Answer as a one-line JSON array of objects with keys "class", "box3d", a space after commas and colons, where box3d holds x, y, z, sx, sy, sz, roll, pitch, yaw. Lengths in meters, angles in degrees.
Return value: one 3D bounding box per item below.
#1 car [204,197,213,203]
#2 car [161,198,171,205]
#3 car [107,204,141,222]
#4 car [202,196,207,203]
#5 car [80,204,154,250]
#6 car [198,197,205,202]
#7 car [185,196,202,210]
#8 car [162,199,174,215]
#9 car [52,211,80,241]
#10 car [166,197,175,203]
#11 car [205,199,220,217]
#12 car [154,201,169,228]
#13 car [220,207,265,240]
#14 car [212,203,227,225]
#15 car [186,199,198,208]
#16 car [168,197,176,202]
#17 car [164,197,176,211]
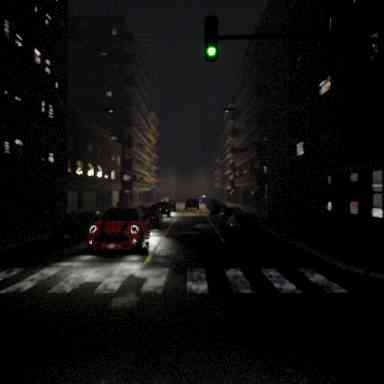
[{"class": "car", "box3d": [3.143, 1.799, 47.899, 1.812, 1.442, 4.674, 0, 0, 0]}, {"class": "car", "box3d": [-5.707, 1.949, 72.407, 1.752, 1.417, 4.829, 0, 0, 0]}, {"class": "car", "box3d": [-5.701, 1.725, 28.390, 1.947, 1.339, 4.313, 0, 0, 0]}, {"class": "car", "box3d": [3.134, 1.793, 54.898, 1.882, 1.535, 5.008, 0, 0, 0]}, {"class": "car", "box3d": [-3.044, 1.432, 14.588, 2.097, 1.767, 4.553, 0, 0, -2]}, {"class": "car", "box3d": [2.672, 2.115, 94.658, 2.008, 1.369, 4.403, -1, 0, 0]}, {"class": "car", "box3d": [-0.007, 1.629, 48.390, 2.097, 1.767, 4.553, 0, 0, 0]}, {"class": "car", "box3d": [-3.092, 1.715, 33.676, 1.812, 1.442, 4.674, 0, 0, 0]}, {"class": "car", "box3d": [-5.700, 1.662, 17.342, 1.947, 1.339, 4.313, 0, 0, 0]}, {"class": "car", "box3d": [-5.708, 2.095, 89.146, 1.947, 1.339, 4.313, 0, 0, 0]}, {"class": "car", "box3d": [2.679, 1.736, 33.902, 1.887, 1.381, 4.507, 0, 0, 0]}, {"class": "car", "box3d": [-3.102, 1.623, 23.693, 2.128, 1.511, 4.902, 0, 0, 0]}, {"class": "car", "box3d": [2.682, 1.678, 17.332, 1.802, 1.307, 4.206, 0, 0, 0]}, {"class": "car", "box3d": [2.681, 1.693, 22.855, 1.947, 1.339, 4.313, 0, 0, 0]}, {"class": "car", "box3d": [-0.007, 1.891, 56.793, 1.994, 1.385, 4.181, 0, 0, 0]}, {"class": "car", "box3d": [-5.709, 2.109, 94.670, 1.887, 1.381, 4.507, 0, 0, 0]}, {"class": "car", "box3d": [-3.066, 1.741, 43.947, 2.128, 1.511, 4.902, 0, 0, 0]}]
